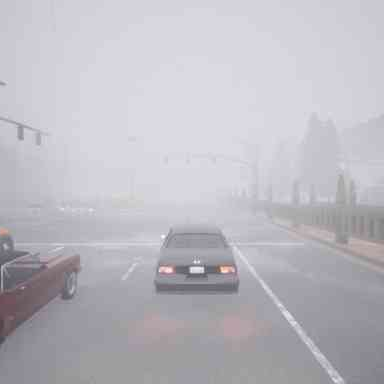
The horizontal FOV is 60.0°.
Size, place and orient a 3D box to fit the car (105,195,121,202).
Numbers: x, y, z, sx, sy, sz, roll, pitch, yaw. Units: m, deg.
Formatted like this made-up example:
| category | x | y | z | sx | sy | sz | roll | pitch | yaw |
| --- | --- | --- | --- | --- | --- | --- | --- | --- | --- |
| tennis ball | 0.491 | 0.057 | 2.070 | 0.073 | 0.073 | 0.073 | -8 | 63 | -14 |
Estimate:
| category | x | y | z | sx | sy | sz | roll | pitch | yaw |
| --- | --- | --- | --- | --- | --- | --- | --- | --- | --- |
| car | -14.147 | 1.601 | 57.310 | 1.895 | 1.301 | 4.718 | 0 | 0 | 0 |

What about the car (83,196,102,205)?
| category | x | y | z | sx | sy | sz | roll | pitch | yaw |
| --- | --- | --- | --- | --- | --- | --- | --- | --- | --- |
| car | -17.638 | 1.477 | 59.395 | 1.882 | 1.535 | 5.008 | 0 | 0 | 0 |

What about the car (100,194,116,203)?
| category | x | y | z | sx | sy | sz | roll | pitch | yaw |
| --- | --- | --- | --- | --- | --- | --- | --- | --- | --- |
| car | -17.587 | 1.355 | 69.694 | 2.097 | 1.767 | 4.553 | 0 | 0 | 0 |

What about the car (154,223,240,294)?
| category | x | y | z | sx | sy | sz | roll | pitch | yaw |
| --- | --- | --- | --- | --- | --- | --- | --- | --- | --- |
| car | 0.089 | 1.547 | 8.910 | 2.033 | 1.411 | 5.357 | 0 | 0 | 0 |

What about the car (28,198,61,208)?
| category | x | y | z | sx | sy | sz | roll | pitch | yaw |
| --- | --- | --- | --- | --- | --- | --- | --- | --- | --- |
| car | -21.157 | 1.547 | 47.347 | 2.033 | 1.411 | 5.357 | 0 | 0 | 0 |

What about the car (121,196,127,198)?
| category | x | y | z | sx | sy | sz | roll | pitch | yaw |
| --- | --- | --- | --- | --- | --- | --- | --- | --- | --- |
| car | -14.086 | 1.491 | 67.754 | 2.128 | 1.511 | 4.902 | 0 | 0 | 0 |

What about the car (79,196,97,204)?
| category | x | y | z | sx | sy | sz | roll | pitch | yaw |
| --- | --- | --- | --- | --- | --- | --- | --- | --- | --- |
| car | -21.085 | 1.525 | 67.558 | 2.128 | 1.511 | 4.902 | 0 | 0 | 0 |

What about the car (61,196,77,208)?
| category | x | y | z | sx | sy | sz | roll | pitch | yaw |
| --- | --- | --- | --- | --- | --- | --- | --- | --- | --- |
| car | -17.641 | 1.526 | 49.360 | 1.812 | 1.442 | 4.674 | 0 | 0 | 0 |

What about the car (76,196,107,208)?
| category | x | y | z | sx | sy | sz | roll | pitch | yaw |
| --- | --- | --- | --- | --- | --- | --- | --- | --- | --- |
| car | -14.157 | 1.547 | 47.238 | 2.033 | 1.411 | 5.357 | 0 | 0 | 0 |

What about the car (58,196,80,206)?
| category | x | y | z | sx | sy | sz | roll | pitch | yaw |
| --- | --- | --- | --- | --- | --- | --- | --- | --- | --- |
| car | -21.143 | 1.477 | 57.218 | 1.882 | 1.535 | 5.008 | 0 | 0 | 0 |

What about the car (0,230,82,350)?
| category | x | y | z | sx | sy | sz | roll | pitch | yaw |
| --- | --- | --- | --- | --- | --- | --- | --- | --- | --- |
| car | -3.406 | 1.601 | 5.453 | 1.895 | 1.301 | 4.718 | 0 | 0 | 0 |

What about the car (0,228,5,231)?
| category | x | y | z | sx | sy | sz | roll | pitch | yaw |
| --- | --- | --- | --- | --- | --- | --- | --- | --- | --- |
| car | -6.911 | 1.352 | 9.116 | 2.097 | 1.767 | 4.553 | 0 | 0 | 0 |
